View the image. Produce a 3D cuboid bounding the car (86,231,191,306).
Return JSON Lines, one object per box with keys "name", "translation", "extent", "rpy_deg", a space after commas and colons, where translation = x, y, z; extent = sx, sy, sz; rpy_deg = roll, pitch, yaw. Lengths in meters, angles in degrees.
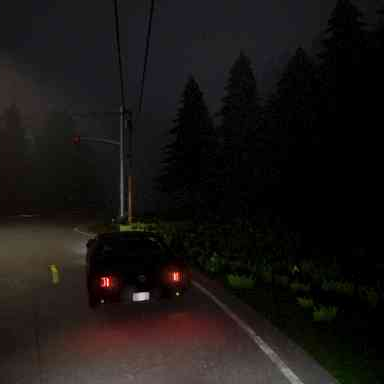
{"name": "car", "translation": [-1.599, 1.601, 8.126], "extent": [1.895, 1.301, 4.718], "rpy_deg": [0, 0, -18]}
